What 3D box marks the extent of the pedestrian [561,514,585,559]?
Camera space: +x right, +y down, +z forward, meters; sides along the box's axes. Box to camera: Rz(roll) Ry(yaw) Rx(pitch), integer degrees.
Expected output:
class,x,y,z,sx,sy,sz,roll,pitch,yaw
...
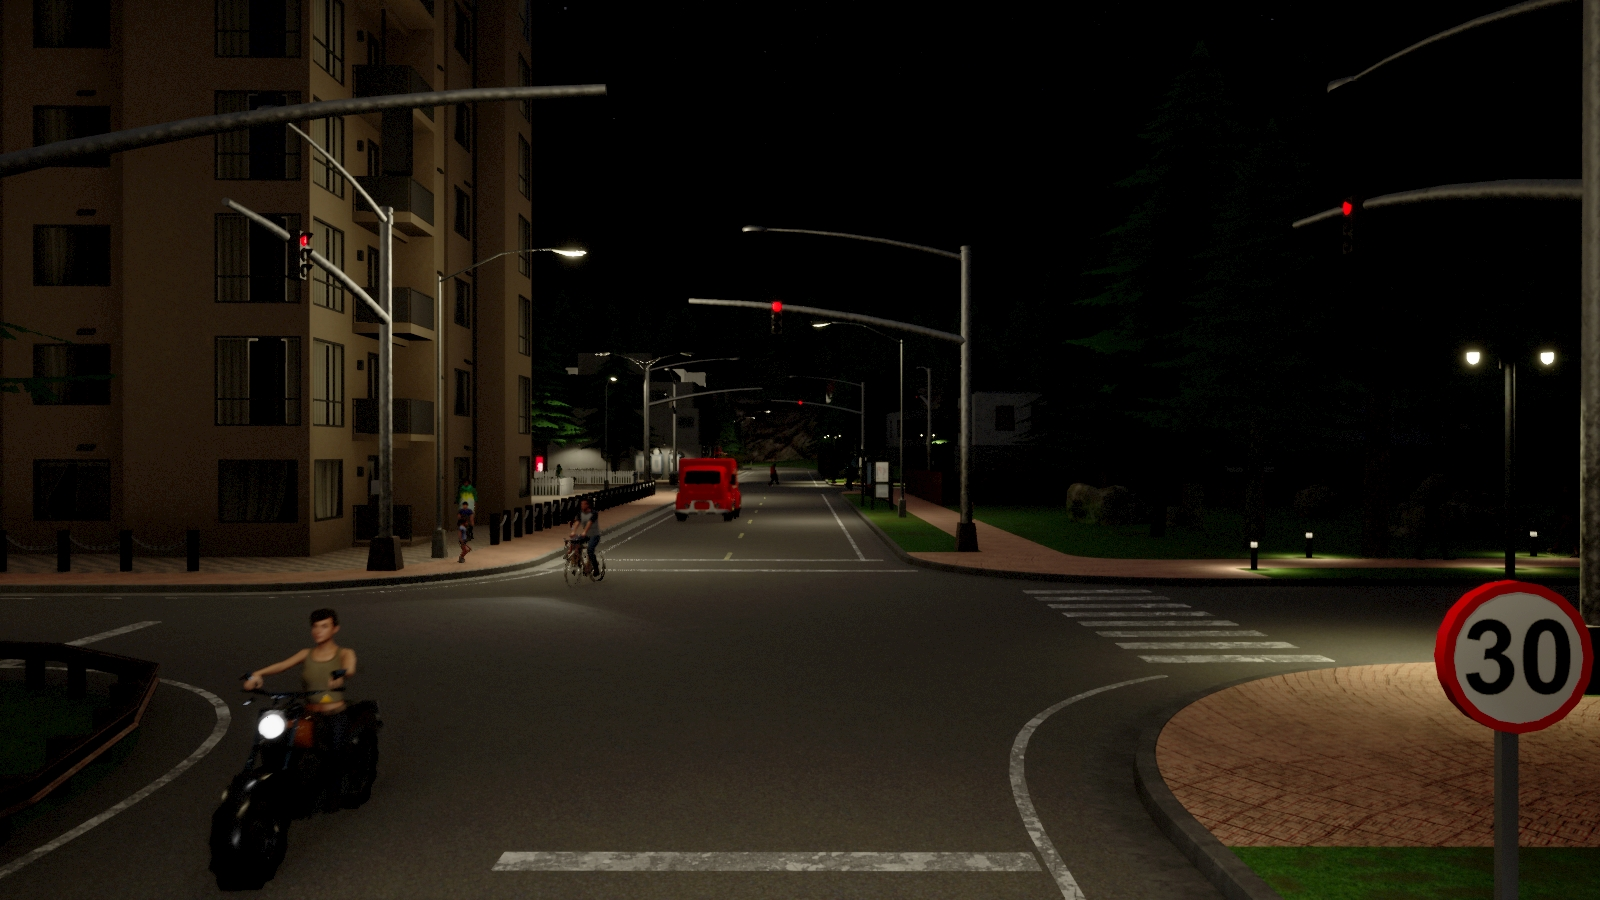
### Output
class,x,y,z,sx,sy,sz,roll,pitch,yaw
pedestrian,-5.777,2.209,29.139,0.500,1.100,0.500,0,0,2

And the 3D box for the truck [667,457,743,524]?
class,x,y,z,sx,sy,sz,roll,pitch,yaw
truck,-3.716,1.548,45.743,2.627,2.467,5.204,0,0,0

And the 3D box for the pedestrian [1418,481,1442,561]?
class,x,y,z,sx,sy,sz,roll,pitch,yaw
pedestrian,14.836,1.665,26.919,0.375,1.860,0.375,0,0,4

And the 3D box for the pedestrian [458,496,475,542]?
class,x,y,z,sx,sy,sz,roll,pitch,yaw
pedestrian,-9.490,1.957,32.509,0.375,1.300,0.375,0,0,5

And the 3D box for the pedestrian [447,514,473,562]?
class,x,y,z,sx,sy,sz,roll,pitch,yaw
pedestrian,-7.955,2.057,26.770,0.500,1.100,0.500,0,0,-7

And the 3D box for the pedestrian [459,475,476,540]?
class,x,y,z,sx,sy,sz,roll,pitch,yaw
pedestrian,-9.696,1.677,33.334,0.375,1.860,0.375,0,0,-2

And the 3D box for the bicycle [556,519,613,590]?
class,x,y,z,sx,sy,sz,roll,pitch,yaw
bicycle,-4.434,2.126,23.607,0.373,1.314,1.643,-2,0,19

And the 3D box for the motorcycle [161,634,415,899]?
class,x,y,z,sx,sy,sz,roll,pitch,yaw
motorcycle,-3.530,2.150,8.170,0.764,1.277,2.356,0,0,0

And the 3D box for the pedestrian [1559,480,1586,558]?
class,x,y,z,sx,sy,sz,roll,pitch,yaw
pedestrian,18.625,1.663,27.549,0.375,1.860,0.375,0,0,-2
